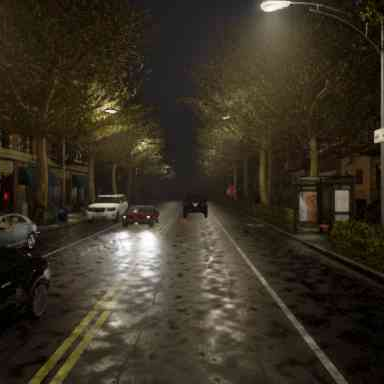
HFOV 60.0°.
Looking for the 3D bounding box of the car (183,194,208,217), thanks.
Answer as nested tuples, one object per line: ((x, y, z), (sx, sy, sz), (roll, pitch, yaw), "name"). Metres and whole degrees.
((0.311, 1.220, 31.038), (2.150, 2.045, 5.566), (0, 0, 0), "car")

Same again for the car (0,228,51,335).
((-3.567, 1.525, 4.568), (1.812, 1.442, 4.674), (0, 0, 0), "car")

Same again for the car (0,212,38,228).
((-7.063, 1.480, 11.372), (2.231, 1.521, 4.892), (0, 0, 0), "car")

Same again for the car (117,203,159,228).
((-3.356, 1.599, 22.328), (1.895, 1.301, 4.718), (0, 0, 1), "car")

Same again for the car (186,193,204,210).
((0.386, 1.218, 43.356), (2.150, 2.045, 5.566), (0, 0, 0), "car")

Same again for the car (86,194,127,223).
((-6.381, 1.227, 25.734), (2.435, 2.045, 5.566), (0, 0, 0), "car")
